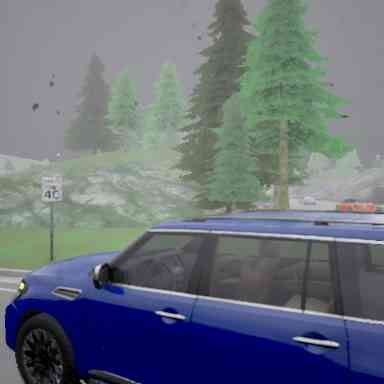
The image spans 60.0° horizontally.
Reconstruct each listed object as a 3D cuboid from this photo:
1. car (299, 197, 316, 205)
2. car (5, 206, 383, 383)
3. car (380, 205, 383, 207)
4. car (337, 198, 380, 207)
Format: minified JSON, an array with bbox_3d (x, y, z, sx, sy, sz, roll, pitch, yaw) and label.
[{"bbox_3d":[20.246,1.526,58.479,1.812,1.442,4.674,0,0,2],"label":"car"},{"bbox_3d":[0.434,1.222,3.588,5.566,2.045,2.150,0,0,30],"label":"car"},{"bbox_3d":[19.366,1.601,31.450,1.895,1.301,4.718,0,0,2],"label":"car"},{"bbox_3d":[15.901,1.352,32.574,2.097,1.767,4.553,0,0,2],"label":"car"}]
